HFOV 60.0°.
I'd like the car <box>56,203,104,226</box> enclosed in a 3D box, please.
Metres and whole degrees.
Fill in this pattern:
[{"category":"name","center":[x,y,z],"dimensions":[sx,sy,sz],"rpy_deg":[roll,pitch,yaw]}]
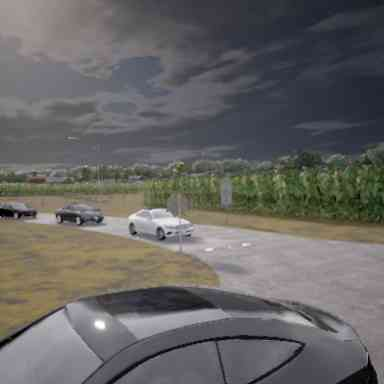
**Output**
[{"category":"car","center":[-8.605,1.659,25.370],"dimensions":[4.892,1.490,1.837],"rpy_deg":[-1,1,42]}]

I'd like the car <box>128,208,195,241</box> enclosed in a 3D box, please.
[{"category":"car","center":[-1.811,1.621,17.839],"dimensions":[1.812,1.442,4.674],"rpy_deg":[-2,1,-38]}]

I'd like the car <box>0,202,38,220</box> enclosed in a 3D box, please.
[{"category":"car","center":[-16.736,1.719,31.482],"dimensions":[5.008,1.535,1.882],"rpy_deg":[-1,1,31]}]

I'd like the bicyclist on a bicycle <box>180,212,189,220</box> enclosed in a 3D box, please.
[{"category":"bicyclist on a bicycle","center":[-0.867,1.452,26.435],"dimensions":[1.656,1.620,0.582],"rpy_deg":[0,0,-43]}]

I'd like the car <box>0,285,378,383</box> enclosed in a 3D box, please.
[{"category":"car","center":[-0.536,1.558,2.442],"dimensions":[4.674,1.442,1.812],"rpy_deg":[1,-1,-32]}]
